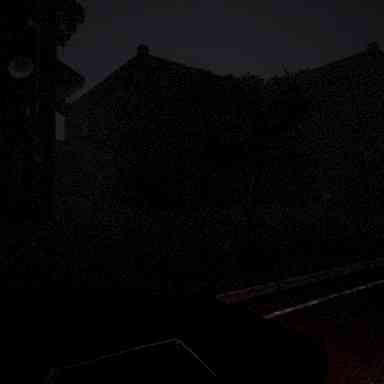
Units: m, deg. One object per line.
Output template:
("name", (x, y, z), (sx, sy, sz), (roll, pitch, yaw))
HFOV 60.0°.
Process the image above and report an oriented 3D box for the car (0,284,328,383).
("car", (-1.097, 1.605, 2.582), (4.718, 1.301, 1.895), (0, 0, -35))
